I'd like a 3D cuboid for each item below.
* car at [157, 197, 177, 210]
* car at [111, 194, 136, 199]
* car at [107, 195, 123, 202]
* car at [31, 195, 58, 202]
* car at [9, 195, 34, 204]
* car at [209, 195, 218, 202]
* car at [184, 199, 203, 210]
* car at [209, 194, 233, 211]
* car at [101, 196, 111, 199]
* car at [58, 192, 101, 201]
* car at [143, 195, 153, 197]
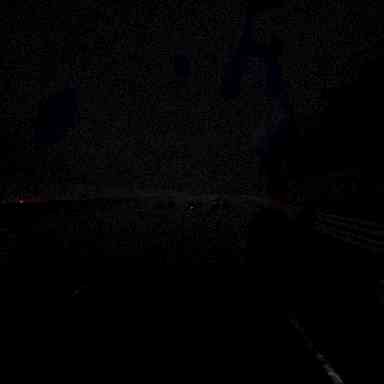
[{"bbox_3d":[-3.199,1.442,42.859,1.882,1.535,5.008,1,0,7],"label":"car"},{"bbox_3d":[-11.842,1.400,57.869,1.812,1.442,4.674,1,0,8],"label":"car"},{"bbox_3d":[-16.912,1.371,72.939,1.994,1.385,4.181,1,0,7],"label":"car"},{"bbox_3d":[-17.535,1.417,41.645,1.895,1.301,4.718,1,0,8],"label":"car"},{"bbox_3d":[-20.990,1.132,42.169,2.097,1.767,4.553,1,0,8],"label":"car"},{"bbox_3d":[5.115,1.574,79.426,1.812,1.442,4.674,1,0,7],"label":"car"},{"bbox_3d":[0.271,1.601,42.414,1.895,1.301,4.718,1,0,7],"label":"car"},{"bbox_3d":[3.733,1.388,41.884,2.097,1.767,4.553,1,0,7],"label":"car"},{"bbox_3d":[-15.469,1.437,57.156,1.895,1.301,4.718,1,0,8],"label":"car"},{"bbox_3d":[-13.983,1.072,41.761,2.150,2.045,5.566,1,0,8],"label":"car"},{"bbox_3d":[-9.862,1.326,72.857,1.882,1.535,5.008,1,0,7],"label":"car"}]
